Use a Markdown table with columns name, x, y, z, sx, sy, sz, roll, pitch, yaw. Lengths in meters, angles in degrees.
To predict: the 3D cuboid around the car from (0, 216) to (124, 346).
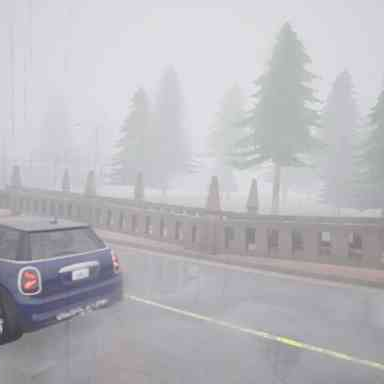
| name | x | y | z | sx | sy | sz | roll | pitch | yaw |
| --- | --- | --- | --- | --- | --- | --- | --- | --- | --- |
| car | -3.483 | 1.247 | 6.453 | 4.553 | 1.767 | 2.097 | 2 | 1 | 35 |
